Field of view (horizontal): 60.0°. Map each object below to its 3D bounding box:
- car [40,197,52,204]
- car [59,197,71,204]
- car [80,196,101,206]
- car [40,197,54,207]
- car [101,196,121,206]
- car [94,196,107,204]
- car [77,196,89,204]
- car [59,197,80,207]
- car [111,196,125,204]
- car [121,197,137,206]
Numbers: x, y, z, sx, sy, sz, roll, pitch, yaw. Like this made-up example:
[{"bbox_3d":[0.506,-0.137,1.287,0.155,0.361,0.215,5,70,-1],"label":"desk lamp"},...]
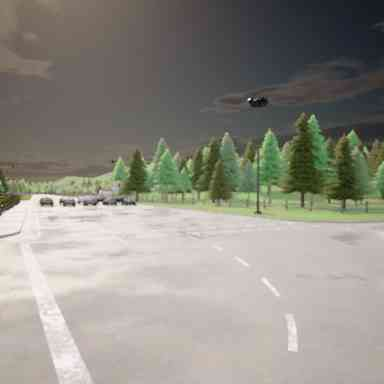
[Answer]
[{"bbox_3d":[-28.454,1.637,64.556,1.994,1.385,4.181,0,0,-25],"label":"car"},{"bbox_3d":[-25.306,1.695,66.086,1.895,1.301,4.718,0,0,-25],"label":"car"},{"bbox_3d":[-18.195,1.742,59.280,2.128,1.511,4.902,0,0,-25],"label":"car"},{"bbox_3d":[-24.667,1.727,56.732,1.837,1.490,4.892,0,0,-25],"label":"car"},{"bbox_3d":[-15.034,1.757,60.783,2.128,1.511,4.902,0,0,-25],"label":"car"},{"bbox_3d":[-18.971,1.630,69.066,1.837,1.490,4.892,0,0,-25],"label":"car"},{"bbox_3d":[-22.132,1.639,67.562,1.812,1.442,4.674,0,0,-25],"label":"car"},{"bbox_3d":[-21.356,1.727,57.777,2.128,1.511,4.902,0,0,-25],"label":"car"},{"bbox_3d":[-15.810,1.623,70.569,1.882,1.535,5.008,0,0,-25],"label":"car"},{"bbox_3d":[-11.886,1.882,62.313,1.895,1.301,4.718,0,0,-25],"label":"car"}]
